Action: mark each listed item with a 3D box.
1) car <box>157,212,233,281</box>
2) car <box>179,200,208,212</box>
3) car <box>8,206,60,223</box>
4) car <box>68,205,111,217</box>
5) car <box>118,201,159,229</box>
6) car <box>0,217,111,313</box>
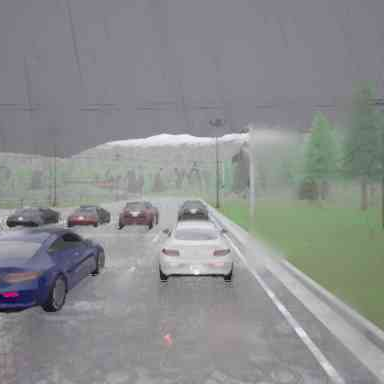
[{"bbox_3d":[0.100,1.540,9.767,1.812,1.442,4.674,0,0,0],"label":"car"},{"bbox_3d":[0.097,1.388,24.890,2.097,1.767,4.553,0,0,0],"label":"car"},{"bbox_3d":[-10.402,1.598,22.249,1.994,1.385,4.181,0,0,0],"label":"car"},{"bbox_3d":[-6.903,1.598,22.713,1.994,1.385,4.181,0,0,0],"label":"car"},{"bbox_3d":[-3.403,1.384,22.008,2.097,1.767,4.553,0,0,0],"label":"car"},{"bbox_3d":[-3.398,1.537,7.548,1.812,1.442,4.674,0,0,0],"label":"car"}]
